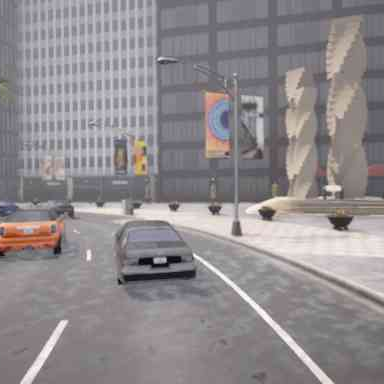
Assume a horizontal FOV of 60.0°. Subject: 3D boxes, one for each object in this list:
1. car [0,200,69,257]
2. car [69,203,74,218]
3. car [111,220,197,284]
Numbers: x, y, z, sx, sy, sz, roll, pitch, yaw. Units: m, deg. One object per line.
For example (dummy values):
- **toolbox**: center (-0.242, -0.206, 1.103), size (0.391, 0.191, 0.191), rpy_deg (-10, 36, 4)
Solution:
- **car**: center (-6.240, 1.352, 13.307), size (2.097, 1.767, 4.553), rpy_deg (-1, 0, -19)
- **car**: center (-11.912, 1.489, 29.088), size (1.837, 1.490, 4.892), rpy_deg (0, 0, -42)
- **car**: center (-1.299, 1.517, 9.608), size (2.033, 1.411, 5.357), rpy_deg (-1, 0, -14)
